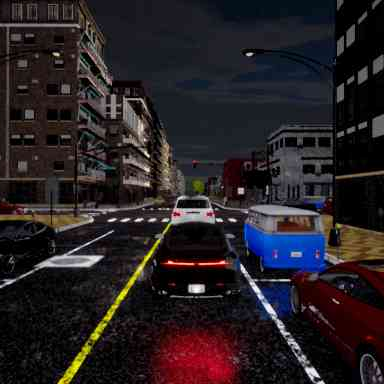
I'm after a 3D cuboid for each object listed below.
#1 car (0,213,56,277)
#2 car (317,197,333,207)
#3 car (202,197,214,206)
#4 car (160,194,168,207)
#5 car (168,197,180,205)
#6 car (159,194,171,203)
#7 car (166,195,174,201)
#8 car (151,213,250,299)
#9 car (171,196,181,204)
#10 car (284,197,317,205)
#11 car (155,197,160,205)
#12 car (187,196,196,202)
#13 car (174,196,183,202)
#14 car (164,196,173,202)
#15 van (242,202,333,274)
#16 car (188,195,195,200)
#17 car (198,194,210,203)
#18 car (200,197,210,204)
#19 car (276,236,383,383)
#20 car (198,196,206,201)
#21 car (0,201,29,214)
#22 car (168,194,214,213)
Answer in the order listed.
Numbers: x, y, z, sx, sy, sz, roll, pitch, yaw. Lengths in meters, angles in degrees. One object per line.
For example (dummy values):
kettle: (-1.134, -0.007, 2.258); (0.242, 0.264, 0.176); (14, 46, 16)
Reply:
car: (-5.709, 1.567, 10.273); (1.947, 1.339, 4.313); (0, 0, 0)
car: (14.857, 1.359, 31.182); (5.009, 1.841, 2.192); (0, 0, 0)
car: (2.578, 1.562, 55.222); (1.752, 1.417, 4.829); (0, 0, 0)
car: (-3.204, 1.382, 50.120); (2.097, 1.767, 4.553); (0, 0, 0)
car: (-3.199, 1.642, 59.063); (1.895, 1.301, 4.718); (0, 0, 0)
car: (-5.836, 1.375, 71.652); (2.192, 1.841, 5.009); (0, 0, 0)
car: (-5.872, 1.617, 88.099); (1.752, 1.417, 4.829); (0, 0, 0)
car: (0.080, 1.506, 8.447); (1.837, 1.490, 4.892); (0, 0, 0)
car: (-3.156, 1.580, 68.119); (1.812, 1.442, 4.674); (0, 0, 0)
car: (11.060, 1.608, 36.953); (5.357, 1.411, 2.033); (0, 0, 0)
car: (-5.814, 1.569, 60.402); (1.752, 1.417, 4.829); (0, 0, 0)
car: (-0.170, 1.618, 81.435); (2.033, 1.411, 5.357); (0, 0, 0)
car: (-3.164, 1.624, 78.135); (1.994, 1.385, 4.181); (0, 0, 0)
car: (-5.861, 1.631, 82.730); (2.008, 1.369, 4.403); (0, 0, 0)
van: (2.639, 1.342, 10.265); (1.690, 1.788, 3.998); (0, 0, 0)
car: (-0.191, 1.584, 91.885); (1.895, 1.301, 4.718); (0, 0, 0)
car: (2.544, 1.375, 71.670); (2.192, 1.841, 5.009); (0, 0, 0)
car: (2.555, 1.633, 66.130); (1.802, 1.307, 4.206); (0, 0, 0)
car: (2.651, 1.582, 4.576); (1.802, 1.307, 4.206); (0, 0, 0)
car: (2.508, 1.643, 88.287); (2.008, 1.369, 4.403); (0, 0, 0)
car: (-17.531, 1.535, 31.034); (4.206, 1.307, 1.802); (0, 0, 0)
car: (0.051, 1.225, 18.448); (2.150, 2.045, 5.566); (0, 0, 0)
